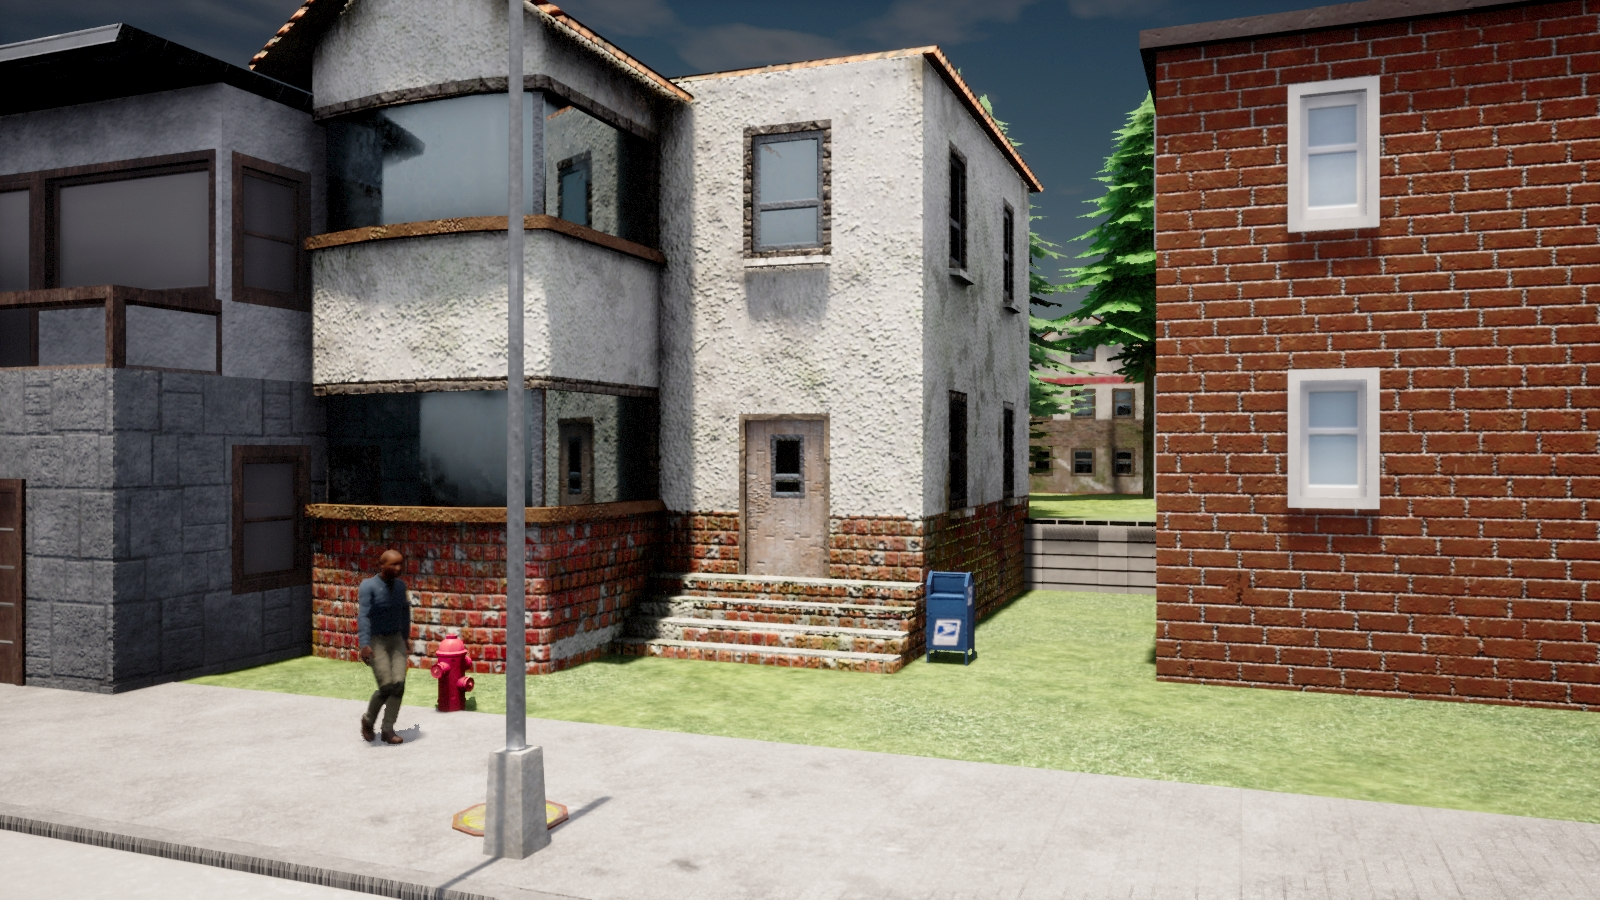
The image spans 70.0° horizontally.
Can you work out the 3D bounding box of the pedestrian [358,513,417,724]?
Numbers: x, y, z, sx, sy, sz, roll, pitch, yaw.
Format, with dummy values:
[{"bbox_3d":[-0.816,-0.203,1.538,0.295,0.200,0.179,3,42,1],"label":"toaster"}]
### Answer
[{"bbox_3d":[-3.794,1.524,10.507,0.375,1.860,0.375,0,0,40],"label":"pedestrian"}]
